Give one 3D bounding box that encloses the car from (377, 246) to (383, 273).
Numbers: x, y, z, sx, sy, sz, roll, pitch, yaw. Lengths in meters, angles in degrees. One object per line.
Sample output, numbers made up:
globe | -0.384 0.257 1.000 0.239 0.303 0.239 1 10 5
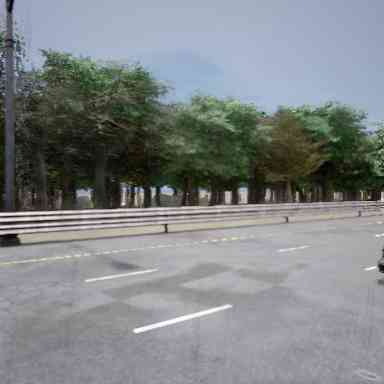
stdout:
car | 7.057 1.550 8.914 5.357 1.411 2.033 0 0 -36
